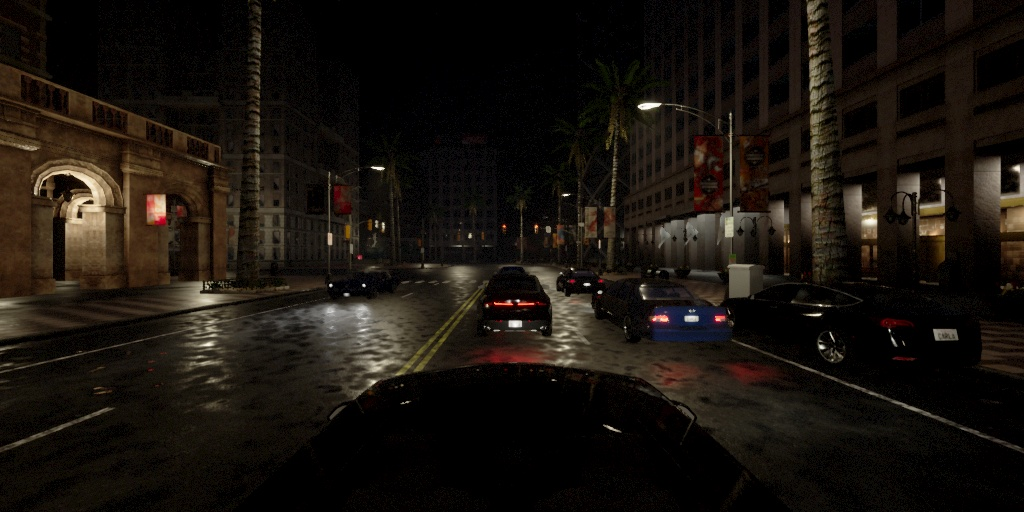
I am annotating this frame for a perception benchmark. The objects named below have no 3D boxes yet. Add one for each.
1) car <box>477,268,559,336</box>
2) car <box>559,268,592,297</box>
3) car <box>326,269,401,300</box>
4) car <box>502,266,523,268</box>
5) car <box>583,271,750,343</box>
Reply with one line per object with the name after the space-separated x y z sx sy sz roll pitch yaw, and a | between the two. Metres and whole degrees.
0.052 1.254 10.359 1.837 1.490 4.892 0 0 -1 | car
3.517 1.314 18.902 1.994 1.385 4.181 0 0 -1 | car
-7.115 1.351 17.661 1.895 1.301 4.718 0 0 0 | car
0.013 1.276 19.306 1.812 1.442 4.674 0 0 -2 | car
3.562 1.297 9.659 2.033 1.411 5.357 0 0 0 | car
